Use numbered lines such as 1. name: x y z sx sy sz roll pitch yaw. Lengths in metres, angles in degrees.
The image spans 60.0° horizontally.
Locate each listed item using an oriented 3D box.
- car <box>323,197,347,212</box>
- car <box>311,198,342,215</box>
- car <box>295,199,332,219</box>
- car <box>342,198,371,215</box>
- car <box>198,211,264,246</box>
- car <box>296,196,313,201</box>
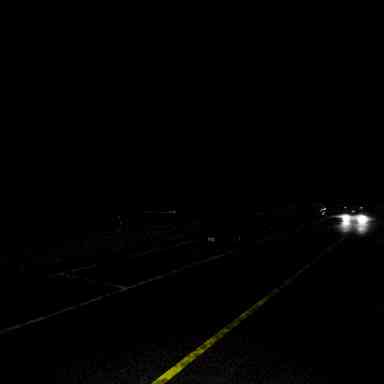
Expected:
1. car: 16.699 1.441 38.786 1.967 1.590 4.097 0 0 32
2. car: 13.749 1.566 34.114 1.947 1.339 4.313 0 0 32
3. car: 10.799 1.582 29.443 1.802 1.307 4.206 0 0 32
4. car: 16.821 1.602 34.100 1.895 1.301 4.718 0 0 32
5. car: 1.949 1.566 15.428 1.947 1.339 4.313 0 0 32
6. car: 22.052 1.508 62.745 4.902 1.511 2.128 0 0 37
